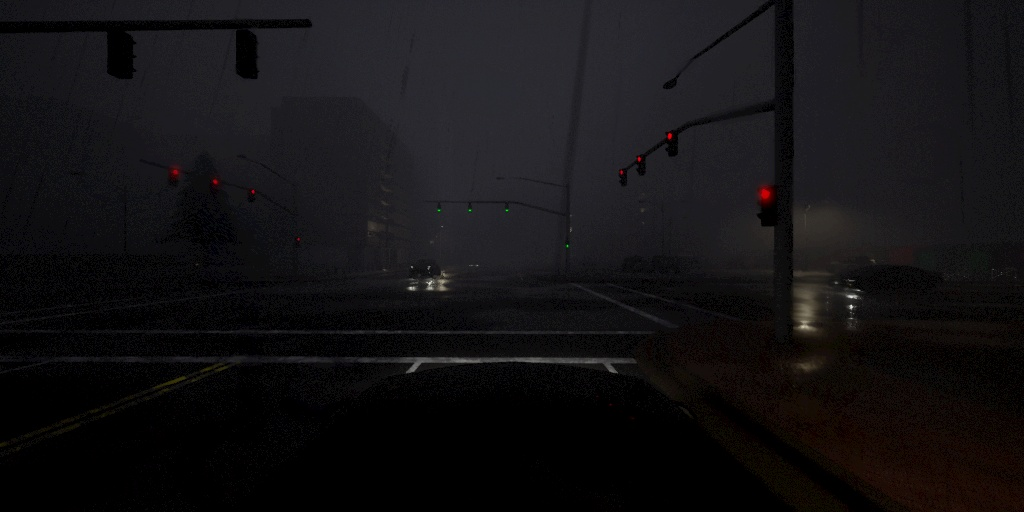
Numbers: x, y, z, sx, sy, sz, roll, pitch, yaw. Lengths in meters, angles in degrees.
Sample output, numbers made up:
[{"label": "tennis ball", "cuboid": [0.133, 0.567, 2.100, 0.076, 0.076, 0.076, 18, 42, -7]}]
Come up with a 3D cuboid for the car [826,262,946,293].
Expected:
[{"label": "car", "cuboid": [20.544, 1.254, 19.991, 4.892, 1.490, 1.837, 0, 0, 1]}]

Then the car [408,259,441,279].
[{"label": "car", "cuboid": [-7.886, 1.047, 32.668, 2.097, 1.767, 4.553, 0, 0, 0]}]
